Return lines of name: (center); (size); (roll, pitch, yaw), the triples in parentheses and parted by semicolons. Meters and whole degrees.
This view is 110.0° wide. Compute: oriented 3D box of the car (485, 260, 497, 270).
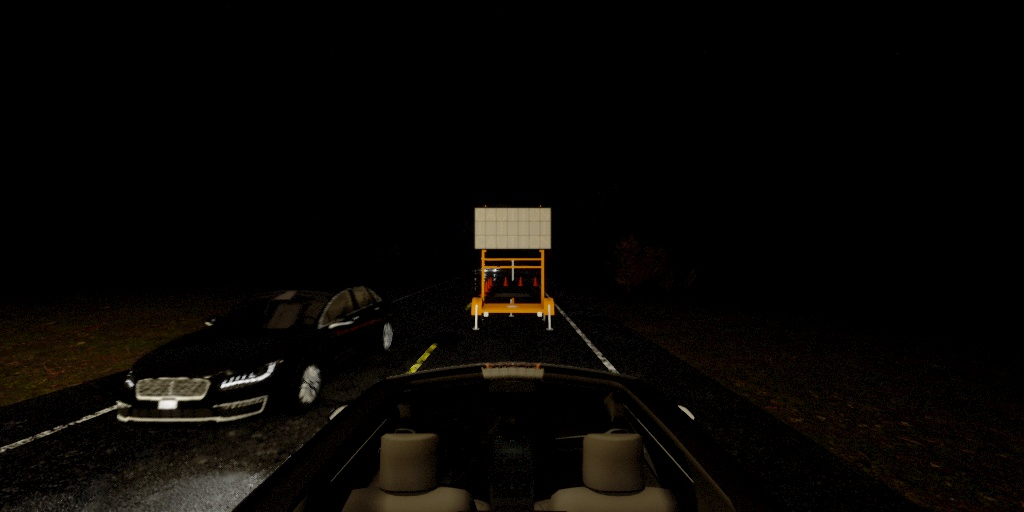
car: (-3.342, 1.307, 54.233); (1.812, 1.442, 4.674); (0, 0, 0)

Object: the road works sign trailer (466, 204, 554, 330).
road works sign trailer: (0.028, 0.215, 11.119); (2.380, 3.560, 2.880); (0, 0, 0)

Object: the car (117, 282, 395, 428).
car: (-3.487, 1.255, 6.069); (1.837, 1.490, 4.892); (0, 0, 0)
